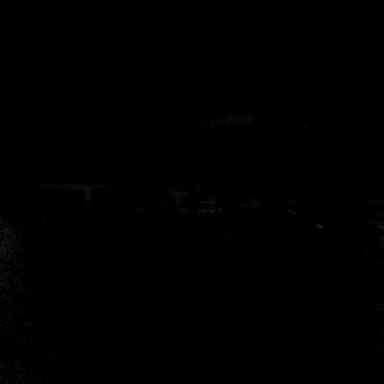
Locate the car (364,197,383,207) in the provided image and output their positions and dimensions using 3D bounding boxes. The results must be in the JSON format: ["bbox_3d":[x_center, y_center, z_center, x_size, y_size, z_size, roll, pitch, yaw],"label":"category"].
[{"bbox_3d":[27.843,1.556,49.485,3.806,1.475,1.970,0,0,35],"label":"car"}]

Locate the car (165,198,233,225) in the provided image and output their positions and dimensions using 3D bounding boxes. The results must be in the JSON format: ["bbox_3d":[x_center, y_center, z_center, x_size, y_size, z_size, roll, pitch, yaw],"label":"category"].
[{"bbox_3d":[0.458,1.385,22.663,3.806,1.475,1.970,0,0,35],"label":"car"}]

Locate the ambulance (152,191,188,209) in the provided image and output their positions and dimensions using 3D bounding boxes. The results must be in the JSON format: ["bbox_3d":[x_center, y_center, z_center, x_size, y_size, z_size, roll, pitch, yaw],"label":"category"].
[{"bbox_3d":[-3.126,1.111,48.702,2.351,2.431,6.366,0,0,35],"label":"ambulance"}]

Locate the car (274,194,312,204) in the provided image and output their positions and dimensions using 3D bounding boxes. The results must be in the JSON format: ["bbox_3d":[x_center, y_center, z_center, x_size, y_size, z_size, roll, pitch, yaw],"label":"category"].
[{"bbox_3d":[11.308,1.228,38.521,3.866,1.878,1.905,0,0,35],"label":"car"}]

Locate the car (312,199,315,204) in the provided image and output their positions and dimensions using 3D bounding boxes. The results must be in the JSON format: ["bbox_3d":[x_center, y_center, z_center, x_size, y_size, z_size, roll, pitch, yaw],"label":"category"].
[{"bbox_3d":[12.653,1.247,41.129,4.605,1.855,1.932,0,0,35],"label":"car"}]

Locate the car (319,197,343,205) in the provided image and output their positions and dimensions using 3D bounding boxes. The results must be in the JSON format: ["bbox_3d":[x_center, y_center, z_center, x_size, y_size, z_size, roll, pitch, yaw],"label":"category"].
[{"bbox_3d":[23.514,1.523,56.209,3.633,1.501,1.845,0,0,35],"label":"car"}]

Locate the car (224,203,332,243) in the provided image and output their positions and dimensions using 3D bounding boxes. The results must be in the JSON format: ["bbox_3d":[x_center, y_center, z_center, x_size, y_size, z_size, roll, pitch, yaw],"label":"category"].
[{"bbox_3d":[4.088,1.472,15.598,4.514,1.523,2.007,0,0,35],"label":"car"}]

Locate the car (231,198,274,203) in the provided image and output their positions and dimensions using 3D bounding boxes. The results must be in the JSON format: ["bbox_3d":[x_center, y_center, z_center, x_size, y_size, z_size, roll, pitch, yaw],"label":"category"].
[{"bbox_3d":[3.906,1.305,28.085,5.027,1.636,2.152,0,0,35],"label":"car"}]
